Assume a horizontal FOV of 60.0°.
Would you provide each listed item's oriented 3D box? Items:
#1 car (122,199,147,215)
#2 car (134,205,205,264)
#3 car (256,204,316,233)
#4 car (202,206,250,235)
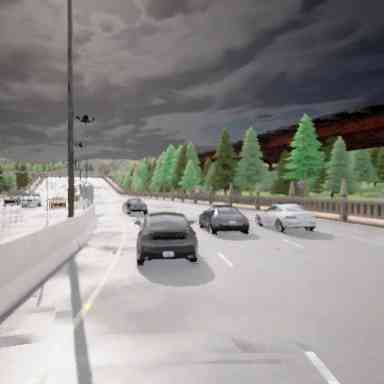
[{"bbox_3d":[-5.456,1.331,31.508,2.033,1.411,5.357,0,0,-18],"label":"car"},{"bbox_3d":[-0.922,1.423,11.513,1.837,1.490,4.892,0,1,-7],"label":"car"},{"bbox_3d":[5.103,1.367,18.472,1.812,1.442,4.674,0,0,-10],"label":"car"},{"bbox_3d":[1.614,1.422,18.060,1.994,1.385,4.181,0,0,-10],"label":"car"}]
